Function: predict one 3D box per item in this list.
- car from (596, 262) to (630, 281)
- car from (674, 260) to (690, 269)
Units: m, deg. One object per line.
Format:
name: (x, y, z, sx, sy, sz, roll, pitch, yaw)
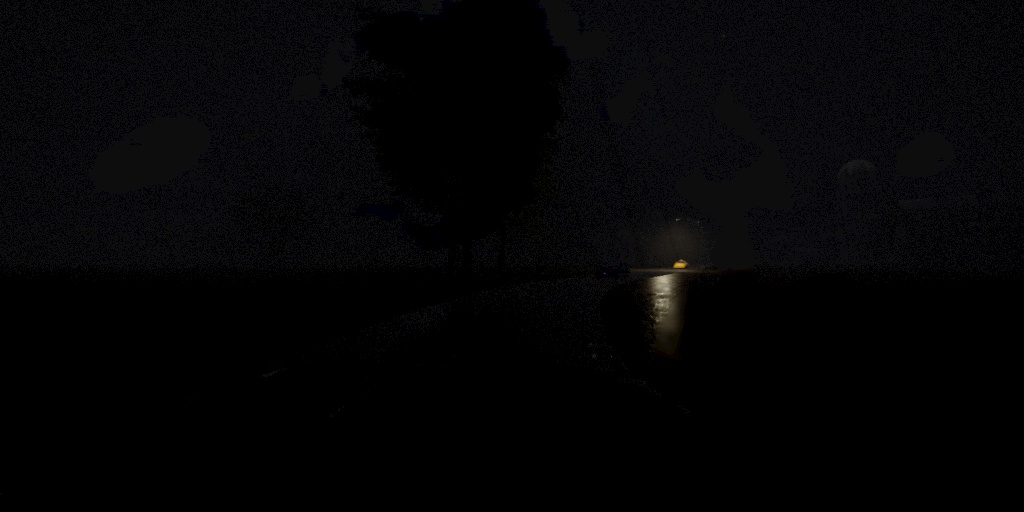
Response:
car: (8.907, 1.290, 31.419, 1.882, 1.535, 5.008, 0, 0, 32)
car: (28.106, 1.412, 59.160, 1.801, 1.575, 5.366, 0, 0, 35)
